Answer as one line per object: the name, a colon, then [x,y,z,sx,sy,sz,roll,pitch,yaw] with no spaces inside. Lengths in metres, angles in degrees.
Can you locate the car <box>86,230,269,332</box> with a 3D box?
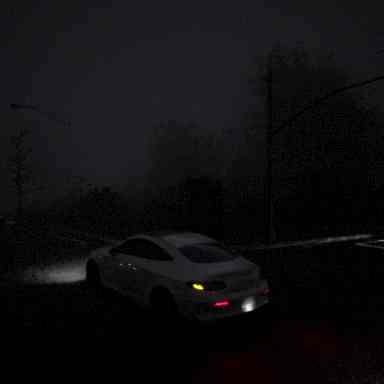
car: [-0.578,1.518,6.900,1.812,1.442,4.674,0,0,-39]

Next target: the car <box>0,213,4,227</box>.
car: [-16.189,2.025,26.189,2.033,1.411,5.357,0,-3,-39]
